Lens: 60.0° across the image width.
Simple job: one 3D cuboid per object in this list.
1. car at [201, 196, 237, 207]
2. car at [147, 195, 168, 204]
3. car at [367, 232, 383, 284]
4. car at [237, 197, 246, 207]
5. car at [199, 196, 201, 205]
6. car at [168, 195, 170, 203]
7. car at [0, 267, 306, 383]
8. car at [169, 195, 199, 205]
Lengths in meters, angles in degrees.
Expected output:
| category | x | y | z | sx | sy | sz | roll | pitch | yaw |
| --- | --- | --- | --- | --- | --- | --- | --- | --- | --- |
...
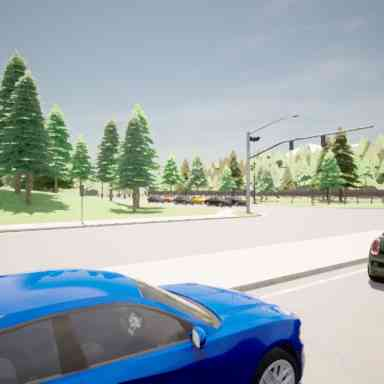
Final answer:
| category | x | y | z | sx | sy | sz | roll | pitch | yaw |
| --- | --- | --- | --- | --- | --- | --- | --- | --- | --- |
| car | 3.962 | 1.467 | 49.893 | 1.882 | 1.535 | 5.008 | 0 | 0 | -35 |
| car | -7.242 | 1.495 | 66.020 | 1.837 | 1.490 | 4.892 | 0 | 0 | -35 |
| car | 6.463 | 1.349 | 8.386 | 4.553 | 1.767 | 2.097 | 0 | 0 | -35 |
| car | 6.581 | 1.466 | 52.258 | 1.882 | 1.535 | 5.008 | 0 | 0 | -35 |
| car | 1.107 | 1.466 | 60.112 | 1.882 | 1.535 | 5.008 | 0 | 0 | -35 |
| car | -4.636 | 1.341 | 68.443 | 2.097 | 1.767 | 4.553 | 0 | 0 | -35 |
| car | -1.032 | 1.477 | 3.012 | 5.008 | 1.535 | 1.882 | 0 | 0 | -35 |
| car | -1.416 | 1.495 | 57.599 | 1.837 | 1.490 | 4.892 | 0 | 0 | -35 |
